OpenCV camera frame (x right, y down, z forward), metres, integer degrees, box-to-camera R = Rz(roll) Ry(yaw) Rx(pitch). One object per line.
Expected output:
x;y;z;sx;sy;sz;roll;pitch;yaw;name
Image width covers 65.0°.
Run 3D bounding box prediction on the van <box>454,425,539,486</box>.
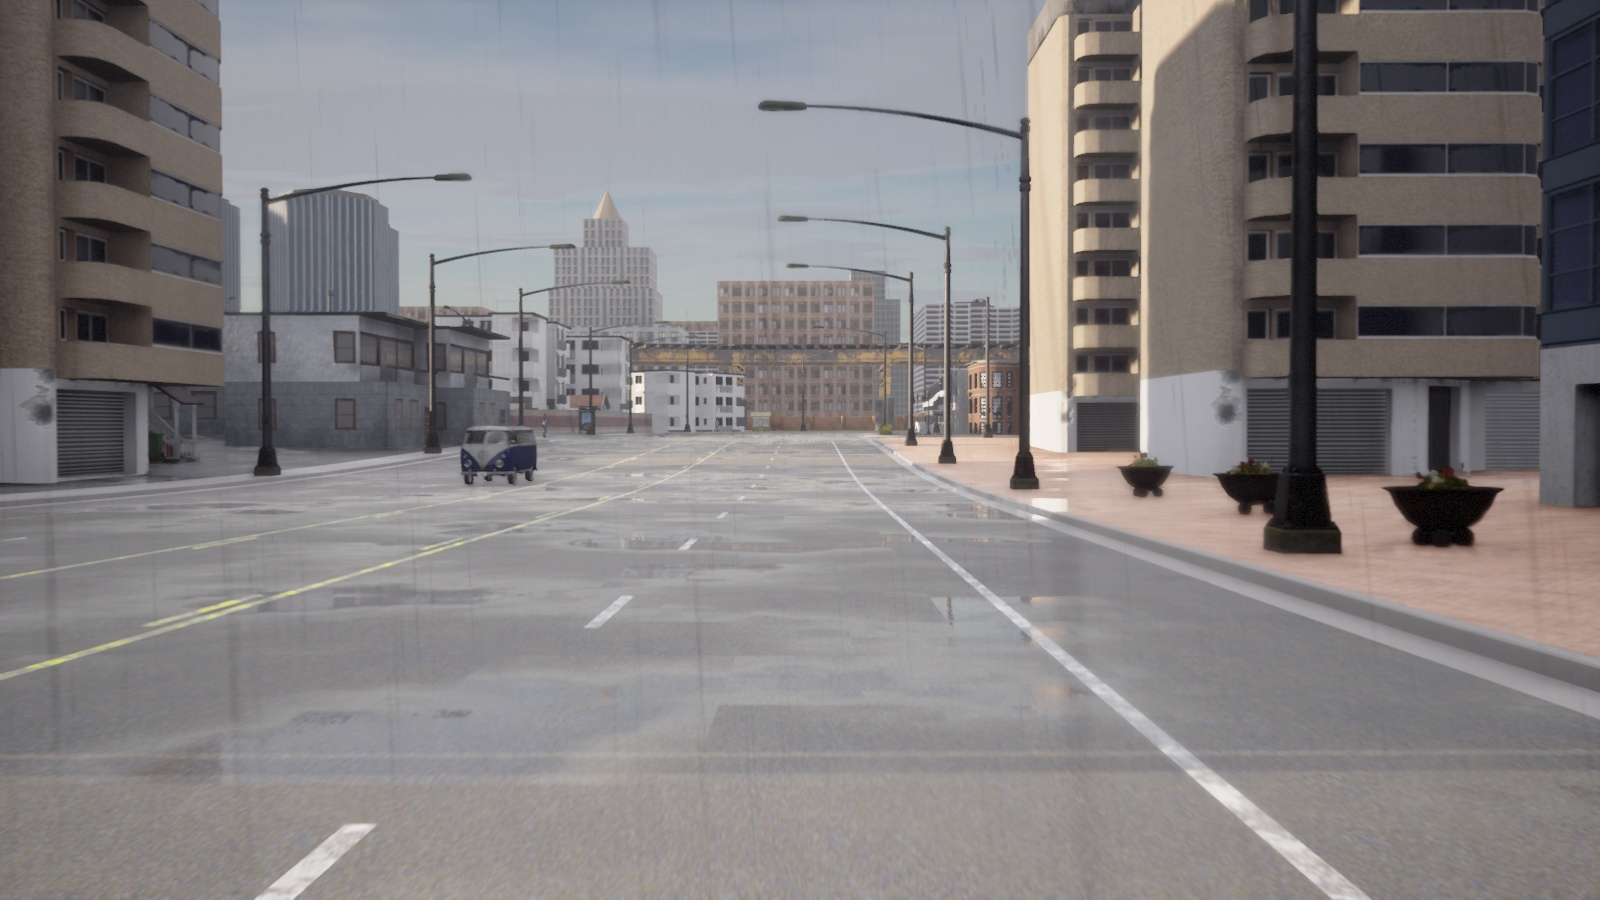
-10.240;0.133;42.655;1.775;1.987;4.442;0;1;0;van
